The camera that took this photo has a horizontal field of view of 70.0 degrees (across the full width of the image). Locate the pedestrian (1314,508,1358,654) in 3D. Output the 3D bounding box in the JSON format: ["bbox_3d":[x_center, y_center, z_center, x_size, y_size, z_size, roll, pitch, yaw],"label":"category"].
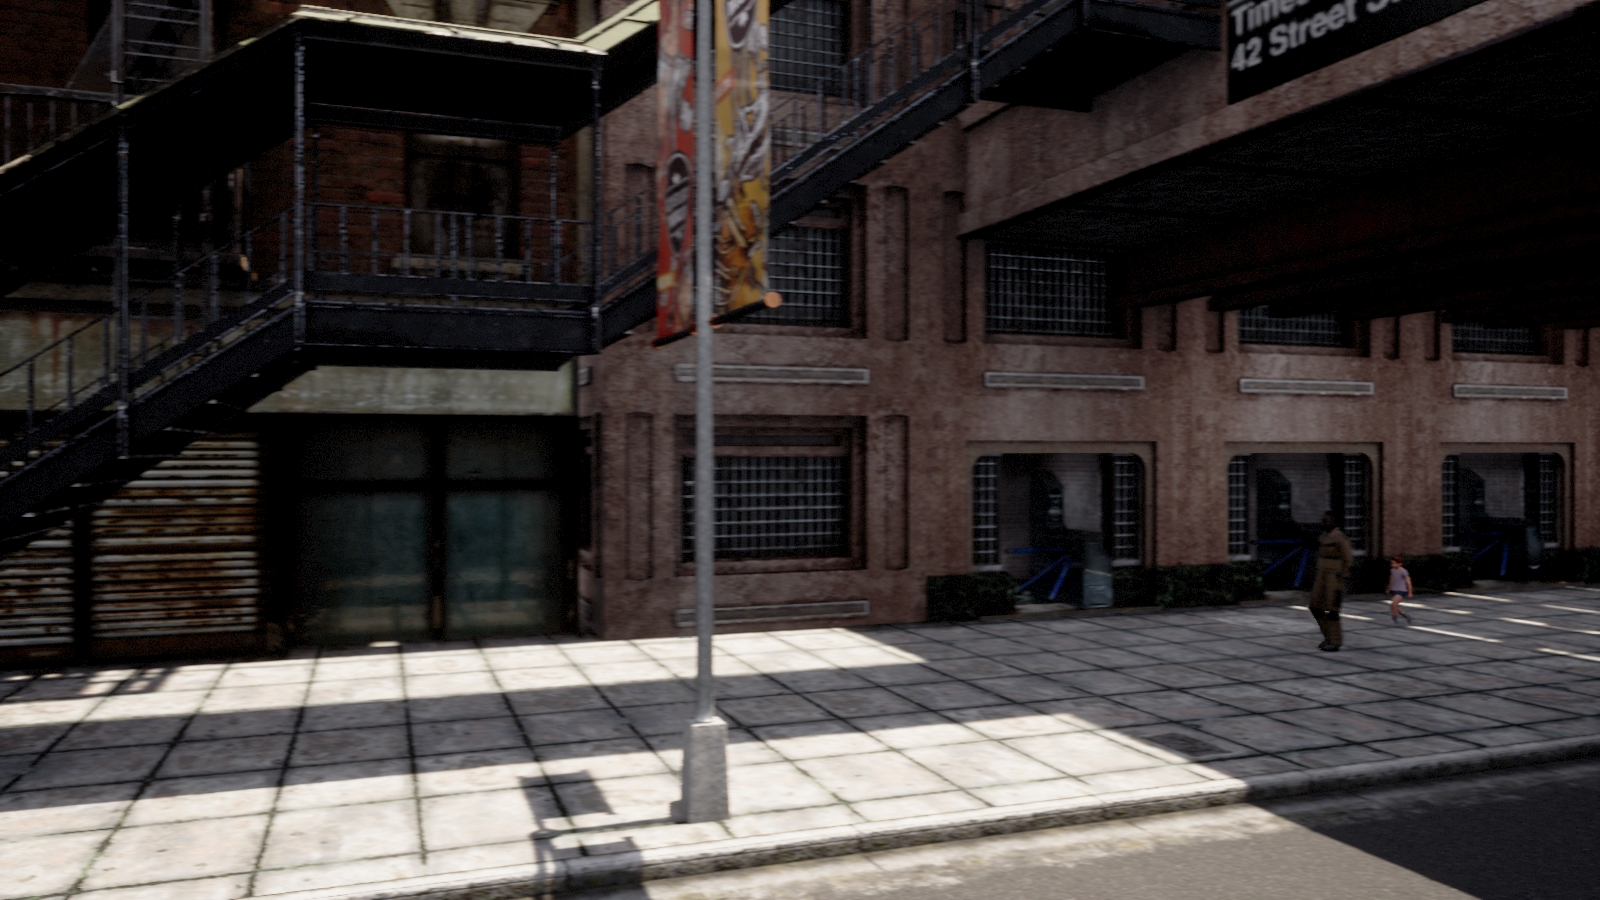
[{"bbox_3d":[6.992,1.696,14.911,0.375,1.860,0.375,0,0,-18],"label":"pedestrian"}]

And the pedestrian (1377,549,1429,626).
[{"bbox_3d":[9.126,2.076,17.309,0.500,1.100,0.500,0,0,-10],"label":"pedestrian"}]
